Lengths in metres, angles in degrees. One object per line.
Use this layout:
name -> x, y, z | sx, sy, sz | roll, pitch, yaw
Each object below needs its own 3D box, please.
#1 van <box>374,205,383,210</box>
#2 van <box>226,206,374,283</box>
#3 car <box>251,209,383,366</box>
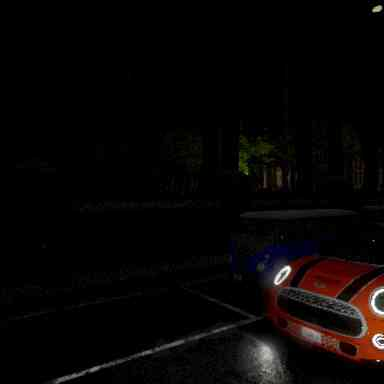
van -> 7.312, 1.338, 11.744 | 3.998, 1.788, 1.690 | 0, 0, -35
van -> 2.705, 1.340, 8.460 | 3.998, 1.788, 1.690 | 0, 0, -35
car -> 3.454, 1.351, 5.837 | 4.553, 1.767, 2.097 | 0, 0, -35
